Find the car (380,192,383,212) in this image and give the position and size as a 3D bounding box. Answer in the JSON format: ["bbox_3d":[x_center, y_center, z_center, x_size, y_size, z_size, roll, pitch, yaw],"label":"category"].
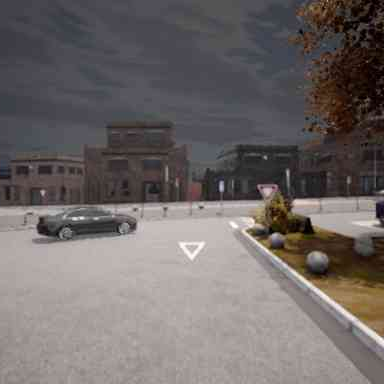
[{"bbox_3d":[17.182,0.653,24.983,5.008,1.535,1.882,-3,1,1],"label":"car"}]

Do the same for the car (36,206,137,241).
[{"bbox_3d":[-5.139,1.490,16.716,4.892,1.490,1.837,-1,1,-35],"label":"car"}]

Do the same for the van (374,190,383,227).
[{"bbox_3d":[10.980,0.853,16.775,1.878,1.987,4.442,-3,1,1],"label":"van"}]
